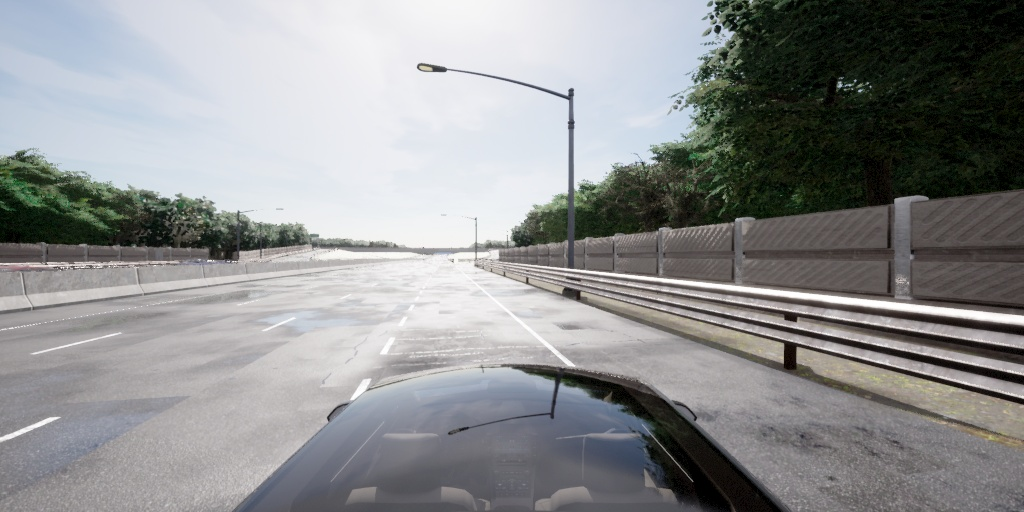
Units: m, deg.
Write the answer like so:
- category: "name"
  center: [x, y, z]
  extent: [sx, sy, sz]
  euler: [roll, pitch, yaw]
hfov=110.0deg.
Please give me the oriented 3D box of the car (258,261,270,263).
- category: "car"
  center: [-33.711, 1.356, 48.644]
  extent: [1.994, 1.385, 4.181]
  euler: [0, 0, -10]

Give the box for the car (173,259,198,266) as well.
- category: "car"
  center: [-40.174, 1.138, 45.091]
  extent: [2.097, 1.767, 4.553]
  euler: [0, 0, -10]

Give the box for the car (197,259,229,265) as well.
- category: "car"
  center: [-36.580, 1.351, 44.897]
  extent: [1.994, 1.385, 4.181]
  euler: [0, 0, -10]

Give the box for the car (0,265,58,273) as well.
- category: "car"
  center: [-24.244, 1.229, 17.278]
  extent: [1.882, 1.535, 5.008]
  euler: [0, 0, -11]
